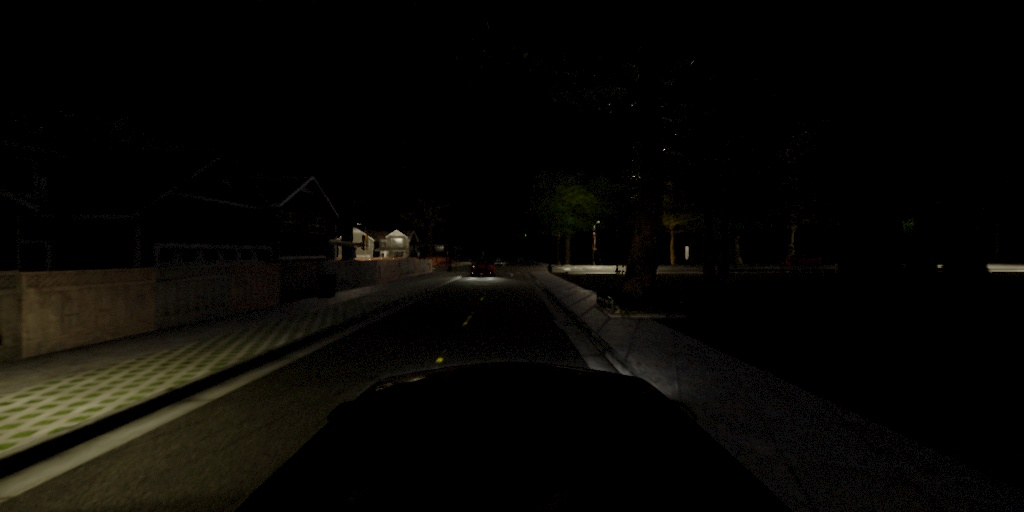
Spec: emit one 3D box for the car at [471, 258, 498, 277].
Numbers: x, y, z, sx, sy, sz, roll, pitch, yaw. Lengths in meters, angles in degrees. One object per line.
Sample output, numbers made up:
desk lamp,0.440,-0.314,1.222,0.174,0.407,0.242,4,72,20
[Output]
car,-2.772,1.063,34.973,2.097,1.767,4.553,0,0,0
